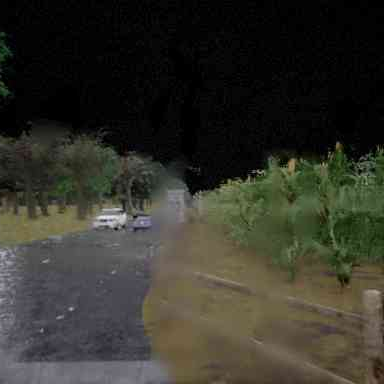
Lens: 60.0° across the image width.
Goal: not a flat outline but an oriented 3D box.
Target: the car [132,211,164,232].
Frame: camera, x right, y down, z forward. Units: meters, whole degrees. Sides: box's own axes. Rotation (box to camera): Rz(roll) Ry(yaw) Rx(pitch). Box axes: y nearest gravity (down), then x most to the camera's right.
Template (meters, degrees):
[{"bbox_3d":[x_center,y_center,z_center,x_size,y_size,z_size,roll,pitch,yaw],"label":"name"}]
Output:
[{"bbox_3d":[-4.104,2.787,30.129,2.033,1.411,5.357,-1,-2,0],"label":"car"}]

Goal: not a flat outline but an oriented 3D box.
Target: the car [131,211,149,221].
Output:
[{"bbox_3d":[-7.534,3.467,48.664,1.895,1.301,4.718,-1,-2,0],"label":"car"}]

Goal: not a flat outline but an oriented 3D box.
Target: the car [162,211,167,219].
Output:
[{"bbox_3d":[-3.921,3.525,50.032,1.882,1.535,5.008,-1,-2,0],"label":"car"}]

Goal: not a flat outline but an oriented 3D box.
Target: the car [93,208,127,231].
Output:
[{"bbox_3d":[-7.787,2.614,32.046,2.150,2.045,5.566,-1,-2,1],"label":"car"}]
